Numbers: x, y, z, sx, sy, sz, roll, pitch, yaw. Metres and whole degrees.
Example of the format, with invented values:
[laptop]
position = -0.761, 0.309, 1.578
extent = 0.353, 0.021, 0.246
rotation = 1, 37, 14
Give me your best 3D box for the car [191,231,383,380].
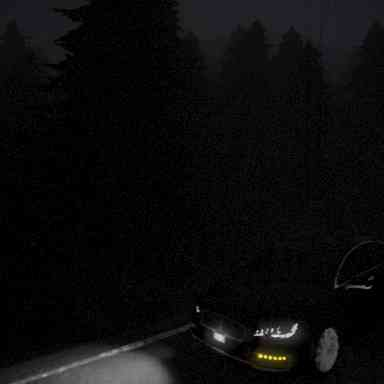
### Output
[car]
position = 2.136, 1.506, 5.673
extent = 4.892, 1.490, 1.837
rotation = 0, 1, -42
